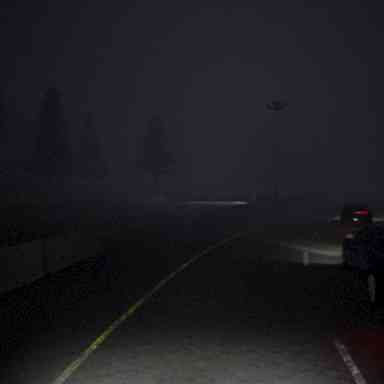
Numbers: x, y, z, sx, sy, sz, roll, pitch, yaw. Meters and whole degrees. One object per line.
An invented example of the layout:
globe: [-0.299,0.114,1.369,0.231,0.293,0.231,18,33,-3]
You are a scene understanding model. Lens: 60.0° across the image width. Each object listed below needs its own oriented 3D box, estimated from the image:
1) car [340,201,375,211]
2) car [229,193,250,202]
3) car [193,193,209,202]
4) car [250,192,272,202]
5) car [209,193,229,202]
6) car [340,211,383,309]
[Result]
car: [11.087,1.364,22.400,1.837,1.490,4.892,0,1,28]
car: [8.292,0.901,55.158,1.994,1.385,4.181,0,1,28]
car: [1.863,0.873,57.949,1.812,1.442,4.674,0,2,28]
car: [11.478,0.838,53.699,1.837,1.490,4.892,0,2,28]
car: [5.071,0.868,56.539,1.812,1.442,4.674,0,1,28]
car: [4.731,1.443,7.531,1.882,1.535,5.008,0,0,15]
